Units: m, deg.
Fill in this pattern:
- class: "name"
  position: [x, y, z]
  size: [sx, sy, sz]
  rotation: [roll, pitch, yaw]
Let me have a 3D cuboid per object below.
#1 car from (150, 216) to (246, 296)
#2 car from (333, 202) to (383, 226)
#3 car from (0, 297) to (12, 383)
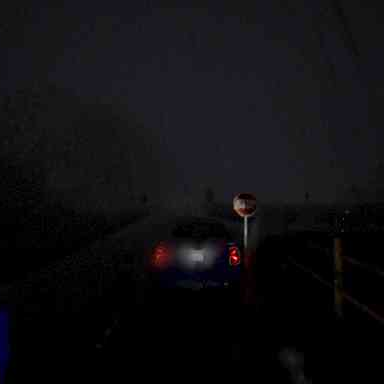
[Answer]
- class: "car"
  position: [0.191, 1.433, 9.102]
  size: [2.097, 1.767, 4.553]
  rotation: [0, -1, 2]
- class: "car"
  position: [12.761, 1.515, 24.271]
  size: [4.553, 1.767, 2.097]
  rotation: [0, -1, 1]
- class: "car"
  position: [-2.854, 1.492, 1.481]
  size: [1.882, 1.535, 5.008]
  rotation: [0, -1, 0]
